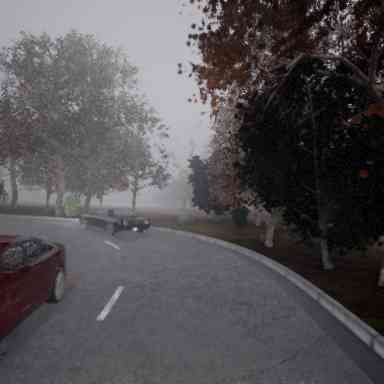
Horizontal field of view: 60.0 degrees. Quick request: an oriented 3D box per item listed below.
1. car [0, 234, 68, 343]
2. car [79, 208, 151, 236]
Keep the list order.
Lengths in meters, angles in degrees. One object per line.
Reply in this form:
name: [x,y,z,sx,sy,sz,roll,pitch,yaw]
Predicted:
car: [-3.528,1.468,5.280,1.882,1.535,5.008,0,0,-4]
car: [-4.351,1.511,18.161,1.895,1.301,4.718,2,0,-43]
